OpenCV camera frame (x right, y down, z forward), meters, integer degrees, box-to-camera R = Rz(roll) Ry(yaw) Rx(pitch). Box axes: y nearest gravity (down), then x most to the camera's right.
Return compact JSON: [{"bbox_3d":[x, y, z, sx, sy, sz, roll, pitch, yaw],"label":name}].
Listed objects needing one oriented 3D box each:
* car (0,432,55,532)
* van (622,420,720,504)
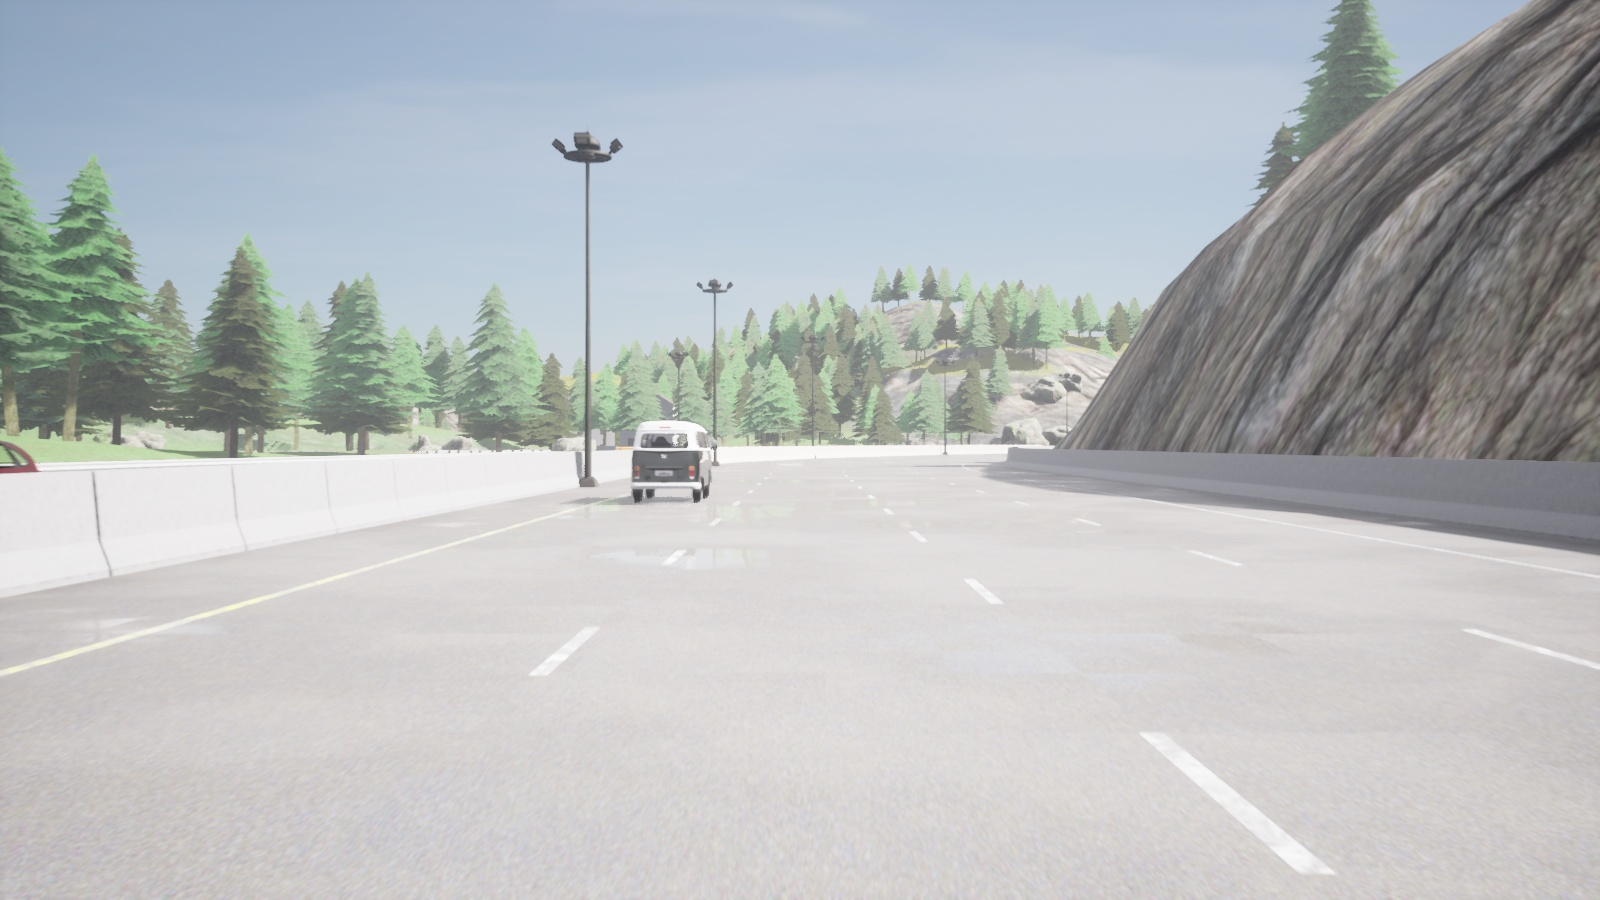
[{"bbox_3d":[-13.872,0.522,19.818,1.851,1.617,3.988,0,0,0],"label":"car"},{"bbox_3d":[-3.297,0.282,32.901,2.069,2.038,4.480,0,0,0],"label":"van"}]
